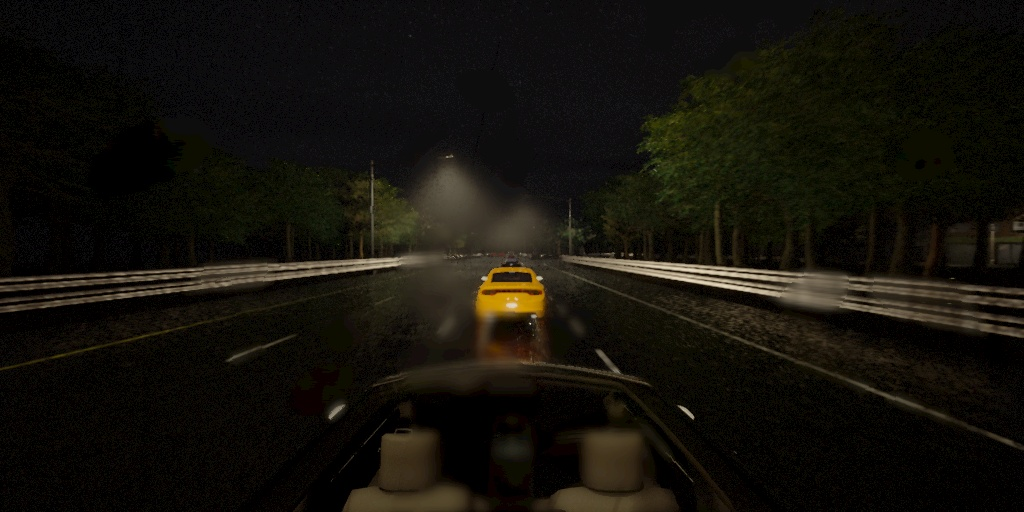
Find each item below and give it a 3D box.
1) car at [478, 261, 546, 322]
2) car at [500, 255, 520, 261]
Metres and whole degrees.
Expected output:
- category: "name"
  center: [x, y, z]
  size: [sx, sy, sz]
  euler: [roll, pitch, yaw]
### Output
- category: "car"
  center: [-0.001, 1.110, 11.757]
  size: [1.882, 1.535, 5.008]
  euler: [0, 1, 0]
- category: "car"
  center: [-0.067, 0.866, 39.719]
  size: [1.994, 1.385, 4.181]
  euler: [0, 1, 0]
